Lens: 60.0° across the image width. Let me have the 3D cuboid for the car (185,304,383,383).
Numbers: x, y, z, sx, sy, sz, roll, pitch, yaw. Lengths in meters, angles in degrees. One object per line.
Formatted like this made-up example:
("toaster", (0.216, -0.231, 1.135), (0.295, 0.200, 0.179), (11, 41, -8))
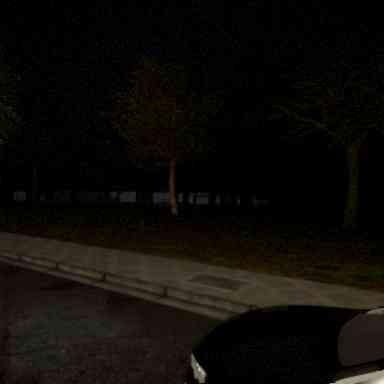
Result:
("car", (2.164, 1.496, 2.142), (4.902, 1.511, 2.128), (1, 0, 35))
